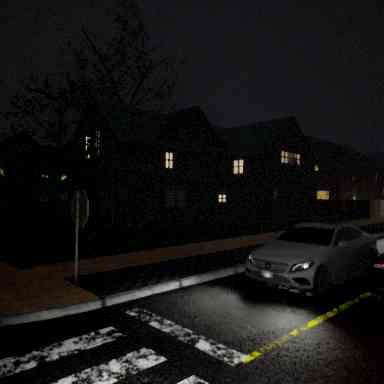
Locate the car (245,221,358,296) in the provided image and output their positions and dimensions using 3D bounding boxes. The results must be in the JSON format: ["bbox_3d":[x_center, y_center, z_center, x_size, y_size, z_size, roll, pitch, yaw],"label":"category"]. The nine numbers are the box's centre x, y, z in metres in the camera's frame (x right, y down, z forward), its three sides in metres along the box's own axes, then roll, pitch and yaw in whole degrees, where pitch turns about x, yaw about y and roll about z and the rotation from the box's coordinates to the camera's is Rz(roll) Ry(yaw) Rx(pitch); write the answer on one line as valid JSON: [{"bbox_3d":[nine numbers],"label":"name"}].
[{"bbox_3d":[3.379,1.536,8.884,4.674,1.442,1.812,0,0,-42],"label":"car"}]

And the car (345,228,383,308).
[{"bbox_3d":[5.306,1.481,6.787,4.902,1.511,2.128,0,0,-42],"label":"car"}]
